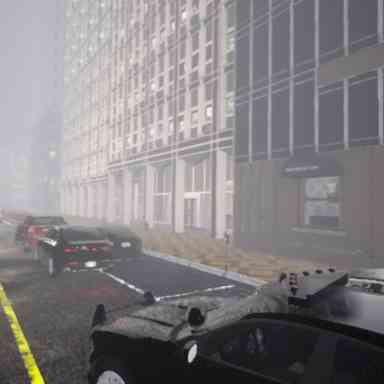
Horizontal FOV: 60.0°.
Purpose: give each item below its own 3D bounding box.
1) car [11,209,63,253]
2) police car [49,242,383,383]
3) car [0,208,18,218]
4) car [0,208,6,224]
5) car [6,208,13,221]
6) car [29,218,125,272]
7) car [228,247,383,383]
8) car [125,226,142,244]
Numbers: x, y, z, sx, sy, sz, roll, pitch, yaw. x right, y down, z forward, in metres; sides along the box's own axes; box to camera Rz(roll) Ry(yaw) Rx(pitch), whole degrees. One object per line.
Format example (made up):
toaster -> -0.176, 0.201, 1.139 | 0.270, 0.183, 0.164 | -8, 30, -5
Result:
car -> -7.468, 1.872, 16.587 | 2.097, 1.767, 4.553 | 2, -3, -34
police car -> 0.993, 1.567, 3.016 | 5.238, 1.638, 1.930 | -1, -3, 38
car -> -25.906, 2.936, 46.791 | 2.008, 1.369, 4.403 | 2, -3, -34
car -> -21.061, 2.535, 34.974 | 1.812, 1.442, 4.674 | 2, -3, -33
car -> -19.543, 2.672, 37.459 | 1.887, 1.381, 4.507 | 2, -3, -34
car -> -4.217, 1.888, 11.599 | 1.837, 1.490, 4.892 | 2, -3, -33
car -> 2.725, 1.787, 4.799 | 2.008, 1.369, 4.403 | 2, -3, -34
car -> -3.637, 2.054, 14.131 | 1.947, 1.339, 4.313 | 2, -3, -34
